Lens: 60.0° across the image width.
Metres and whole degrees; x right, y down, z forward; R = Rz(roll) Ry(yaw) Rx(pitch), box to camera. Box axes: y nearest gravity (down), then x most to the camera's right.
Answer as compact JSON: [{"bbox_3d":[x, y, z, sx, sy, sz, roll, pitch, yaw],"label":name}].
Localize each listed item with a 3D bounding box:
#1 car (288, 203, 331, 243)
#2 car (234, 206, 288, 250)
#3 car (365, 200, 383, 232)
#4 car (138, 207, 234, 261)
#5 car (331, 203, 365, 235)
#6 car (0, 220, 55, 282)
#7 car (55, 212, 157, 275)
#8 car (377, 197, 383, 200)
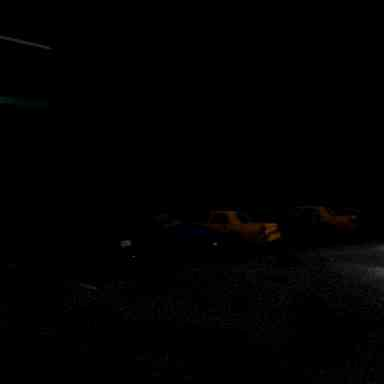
[{"bbox_3d":[3.530,1.402,15.606,5.008,1.535,2.097,-1,0,34],"label":"car"},{"bbox_3d":[0.959,1.423,13.986,5.366,1.575,1.946,-1,0,35],"label":"car"},{"bbox_3d":[8.375,1.389,19.026,4.792,1.488,2.163,-1,-1,35],"label":"car"},{"bbox_3d":[-1.300,1.445,12.166,5.008,1.535,2.097,-1,-1,35],"label":"car"},{"bbox_3d":[5.780,1.381,17.417,5.366,1.575,1.946,-1,0,35],"label":"car"},{"bbox_3d":[-6.122,1.488,8.740,4.892,1.521,2.231,-1,-1,35],"label":"car"},{"bbox_3d":[-3.732,1.496,10.468,4.792,1.488,2.163,-1,0,35],"label":"car"},{"bbox_3d":[15.553,1.171,24.202,4.553,1.767,2.185,-1,-1,35],"label":"car"}]
